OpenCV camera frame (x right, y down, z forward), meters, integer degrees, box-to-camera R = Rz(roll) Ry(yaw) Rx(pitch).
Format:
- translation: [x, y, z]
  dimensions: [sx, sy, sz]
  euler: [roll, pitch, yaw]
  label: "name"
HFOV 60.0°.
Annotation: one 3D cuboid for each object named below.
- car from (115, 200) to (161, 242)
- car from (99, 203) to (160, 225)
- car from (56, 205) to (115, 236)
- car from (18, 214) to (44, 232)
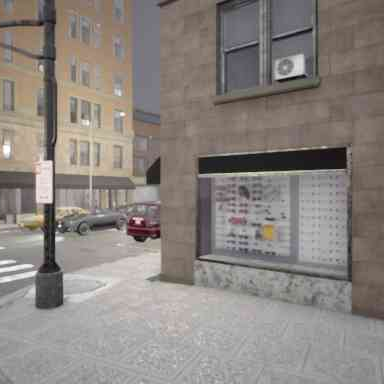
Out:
- translation: [-0.822, 1.301, 15.405]
  dimensions: [2.192, 1.841, 5.009]
  euler: [0, 0, 35]
  label: "car"
- translation: [-4.584, 1.540, 24.936]
  dimensions: [1.947, 1.339, 4.313]
  euler: [0, 0, 35]
  label: "car"
- translation: [-5.607, 1.550, 18.629]
  dimensions: [1.994, 1.385, 4.181]
  euler: [0, 0, 35]
  label: "car"
- translation: [-7.907, 1.512, 20.151]
  dimensions: [1.752, 1.417, 4.829]
  euler: [0, 0, 35]
  label: "car"
